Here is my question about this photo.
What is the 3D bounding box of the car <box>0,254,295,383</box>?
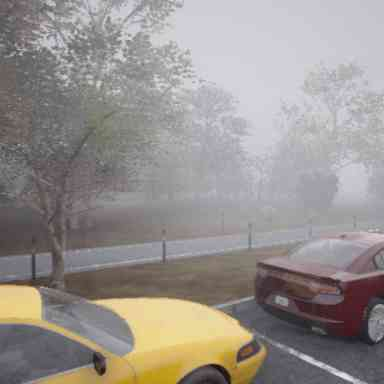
[{"bbox_3d":[-1.721,1.499,2.819,5.366,1.575,1.946,0,0,-33],"label":"car"}]

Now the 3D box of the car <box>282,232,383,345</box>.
[{"bbox_3d":[3.464,1.534,6.539,5.008,1.535,2.097,0,0,-33],"label":"car"}]
